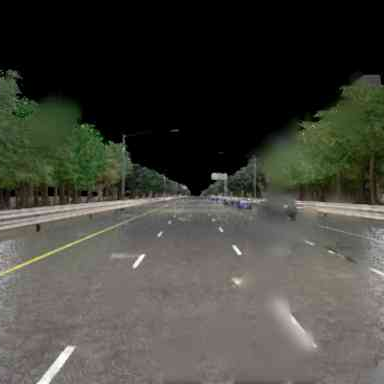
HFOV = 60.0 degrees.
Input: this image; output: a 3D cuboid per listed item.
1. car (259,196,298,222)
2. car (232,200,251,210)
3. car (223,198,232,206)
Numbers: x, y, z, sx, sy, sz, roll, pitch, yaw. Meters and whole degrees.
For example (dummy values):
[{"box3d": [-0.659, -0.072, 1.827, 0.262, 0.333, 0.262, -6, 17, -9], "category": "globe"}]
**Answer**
[{"box3d": [7.035, 1.322, 27.577, 2.150, 2.045, 5.566, 0, 0, 0], "category": "car"}, {"box3d": [7.107, 1.793, 46.381, 1.812, 1.442, 4.674, 0, -1, 0], "category": "car"}, {"box3d": [7.222, 1.961, 65.854, 1.812, 1.442, 4.674, 0, -1, 0], "category": "car"}]
